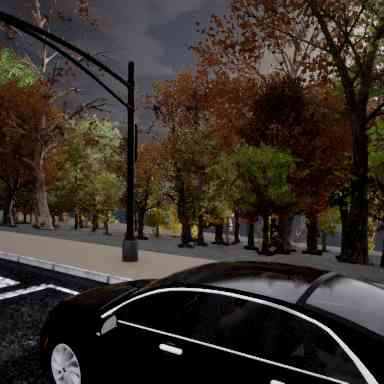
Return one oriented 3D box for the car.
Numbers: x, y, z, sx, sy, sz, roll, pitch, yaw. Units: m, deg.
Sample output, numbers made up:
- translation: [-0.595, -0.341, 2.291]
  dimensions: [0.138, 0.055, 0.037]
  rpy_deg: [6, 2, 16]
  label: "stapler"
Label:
- translation: [0.370, 1.504, 3.411]
  dimensions: [4.892, 1.490, 1.837]
  rpy_deg: [0, 0, 36]
  label: "car"
